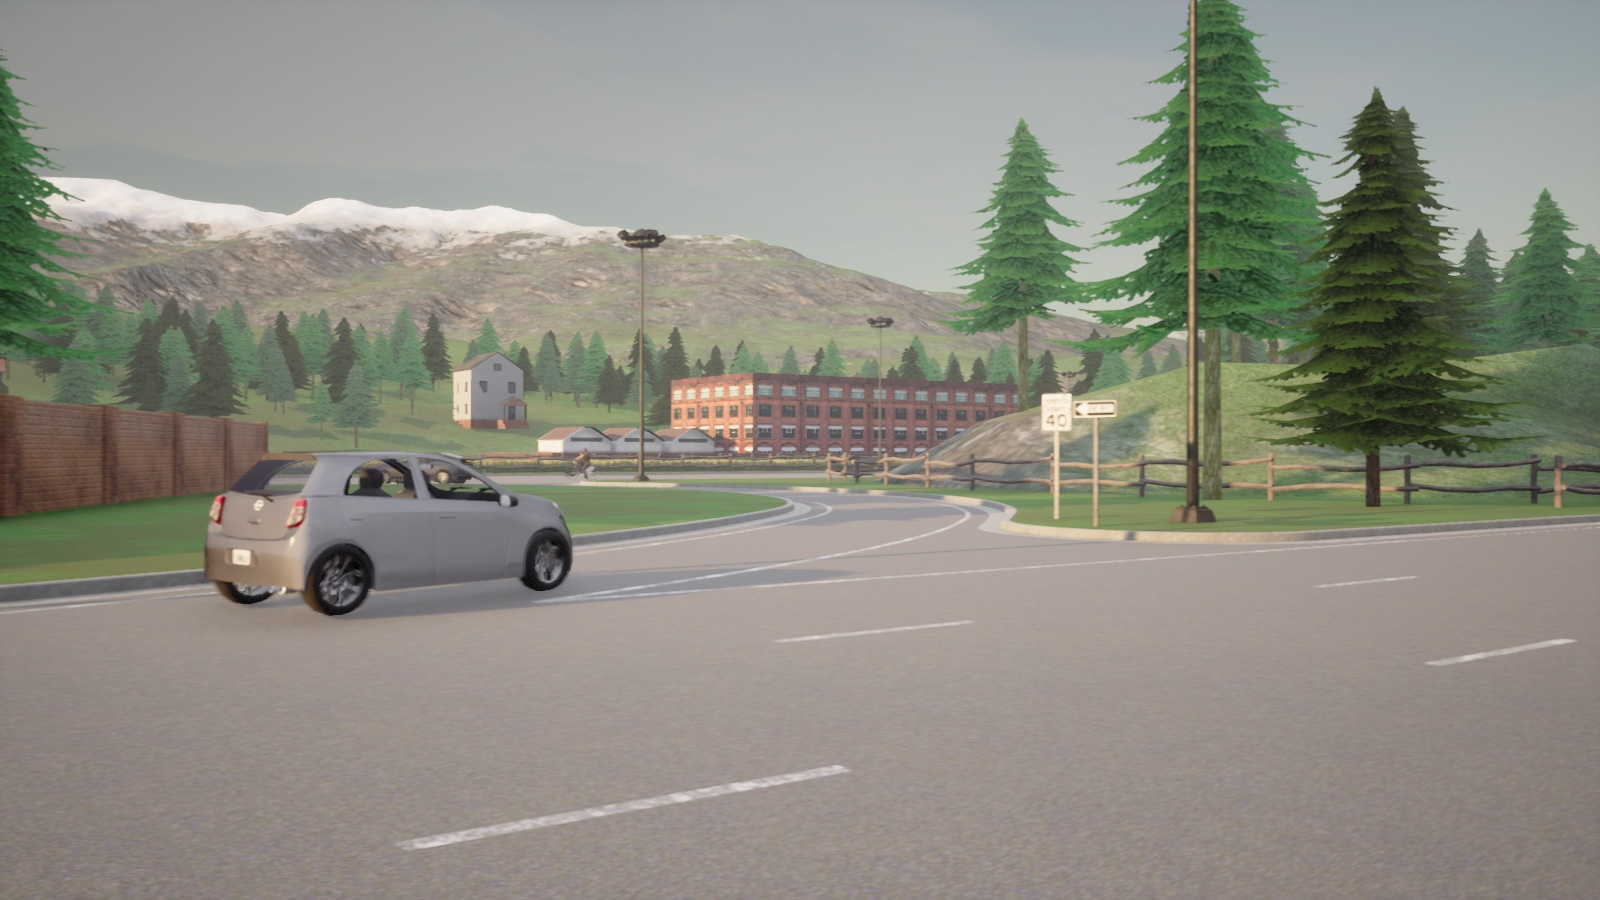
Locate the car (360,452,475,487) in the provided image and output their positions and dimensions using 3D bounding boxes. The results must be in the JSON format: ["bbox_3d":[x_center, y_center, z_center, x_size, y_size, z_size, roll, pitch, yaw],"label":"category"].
[{"bbox_3d":[-17.206,0.866,56.580,4.514,1.525,2.007,0,0,8],"label":"car"}]

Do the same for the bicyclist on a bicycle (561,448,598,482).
[{"bbox_3d":[-11.852,0.806,67.439,1.843,1.776,0.659,0,0,-35],"label":"bicyclist on a bicycle"}]

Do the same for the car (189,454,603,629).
[{"bbox_3d":[-3.974,0.797,12.838,1.845,1.501,3.633,0,0,35],"label":"car"}]
